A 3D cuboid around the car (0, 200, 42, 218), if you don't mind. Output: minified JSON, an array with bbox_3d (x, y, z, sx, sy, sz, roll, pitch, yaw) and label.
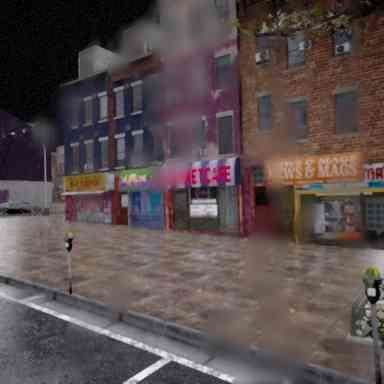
[{"bbox_3d":[-16.794,1.556,31.395,2.128,1.511,4.902,-2,-1,36],"label":"car"}]
